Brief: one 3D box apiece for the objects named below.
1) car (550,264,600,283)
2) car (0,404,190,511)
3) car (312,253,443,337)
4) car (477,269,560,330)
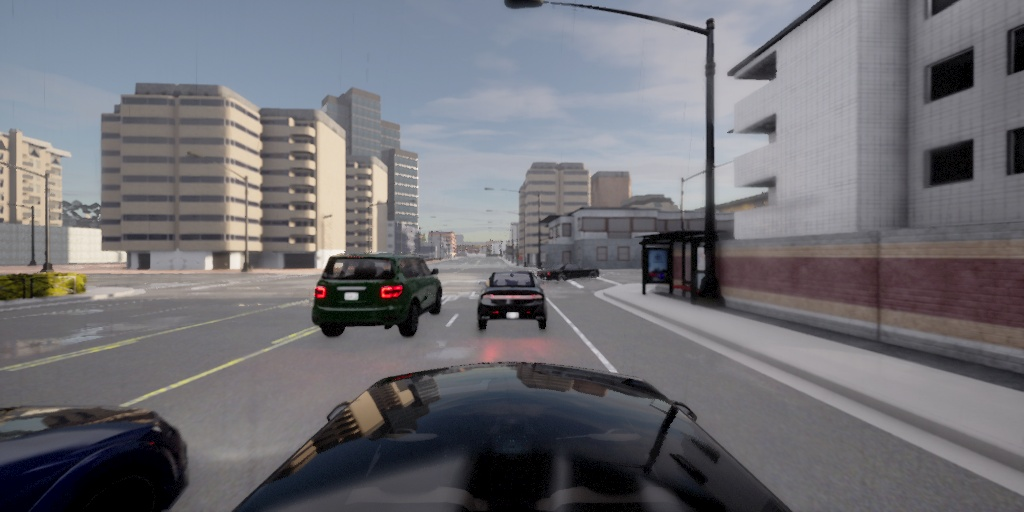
[{"bbox_3d":[4.450,1.238,27.555,4.718,1.301,1.895,-3,0,-27],"label":"car"},{"bbox_3d":[-3.452,1.316,0.964,1.994,1.385,4.181,0,0,1],"label":"car"},{"bbox_3d":[-3.481,0.946,10.373,2.150,2.045,5.566,0,0,-1],"label":"car"},{"bbox_3d":[-0.009,1.212,11.037,2.128,1.511,4.902,0,0,-1],"label":"car"}]
